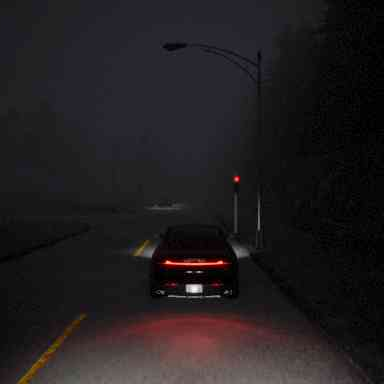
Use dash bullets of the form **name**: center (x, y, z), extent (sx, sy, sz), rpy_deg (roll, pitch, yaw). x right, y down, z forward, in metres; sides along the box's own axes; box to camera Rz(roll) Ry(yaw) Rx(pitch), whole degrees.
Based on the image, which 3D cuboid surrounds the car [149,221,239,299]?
- **car**: center (0.061, 1.505, 8.459), extent (1.837, 1.490, 4.892), rpy_deg (0, 0, 0)

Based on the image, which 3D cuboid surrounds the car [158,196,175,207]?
- **car**: center (-4.082, 1.477, 51.186), extent (1.882, 1.535, 5.008), rpy_deg (0, 0, 0)

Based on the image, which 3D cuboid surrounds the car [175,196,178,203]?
- **car**: center (-4.057, 1.477, 60.531), extent (1.882, 1.535, 5.008), rpy_deg (0, 0, 0)

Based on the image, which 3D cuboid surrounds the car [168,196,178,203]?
- **car**: center (-3.983, 1.522, 70.733), extent (1.812, 1.442, 4.674), rpy_deg (0, 0, 0)
